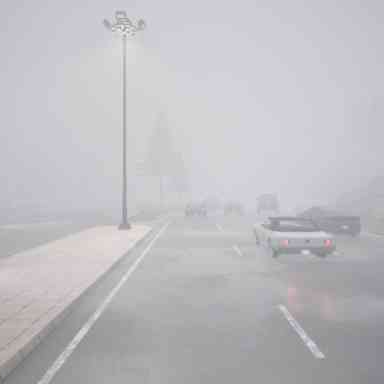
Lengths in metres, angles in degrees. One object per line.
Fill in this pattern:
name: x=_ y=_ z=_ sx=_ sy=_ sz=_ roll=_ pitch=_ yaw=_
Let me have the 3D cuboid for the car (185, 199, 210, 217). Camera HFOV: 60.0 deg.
car: x=0.429 y=1.601 z=30.980 sx=1.895 sy=1.301 sz=4.718 roll=0 pitch=0 yaw=4

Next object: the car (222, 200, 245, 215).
car: x=4.339 y=1.526 z=34.306 sx=1.812 sy=1.442 sz=4.674 roll=0 pitch=0 yaw=8

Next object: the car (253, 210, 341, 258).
car: x=3.601 y=1.601 z=12.703 sx=1.895 sy=1.301 sz=4.718 roll=0 pitch=0 yaw=0

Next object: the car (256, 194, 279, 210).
car: x=8.065 y=1.222 z=35.391 sx=2.150 sy=2.045 sz=5.566 roll=0 pitch=0 yaw=12

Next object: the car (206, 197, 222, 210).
car: x=2.731 y=1.353 z=42.338 sx=2.097 sy=1.767 sz=4.553 roll=0 pitch=0 yaw=15

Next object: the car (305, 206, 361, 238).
car: x=7.103 y=1.478 z=17.894 sx=1.882 sy=1.535 sz=5.008 roll=0 pitch=0 yaw=0
